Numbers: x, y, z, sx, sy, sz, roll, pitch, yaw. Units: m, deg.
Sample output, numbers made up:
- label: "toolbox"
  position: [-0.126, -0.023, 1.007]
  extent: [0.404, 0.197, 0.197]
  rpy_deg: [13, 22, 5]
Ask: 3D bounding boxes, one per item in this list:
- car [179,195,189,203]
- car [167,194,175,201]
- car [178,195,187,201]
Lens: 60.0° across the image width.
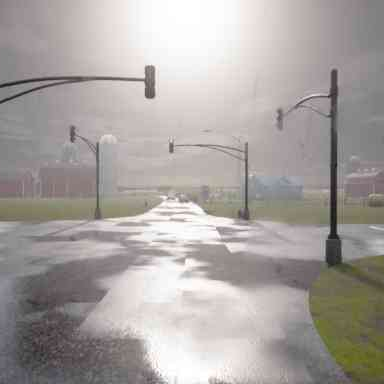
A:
- label: "car"
  position: [-1.670, 1.624, 69.999]
  extent: [1.895, 1.301, 4.718]
  rpy_deg: [0, 0, -3]
- label: "car"
  position: [-4.655, 1.182, 74.000]
  extent: [1.812, 1.442, 4.674]
  rpy_deg: [0, 0, -3]
- label: "car"
  position: [-2.274, 1.464, 79.983]
  extent: [1.837, 1.490, 4.892]
  rpy_deg: [0, 0, -4]
